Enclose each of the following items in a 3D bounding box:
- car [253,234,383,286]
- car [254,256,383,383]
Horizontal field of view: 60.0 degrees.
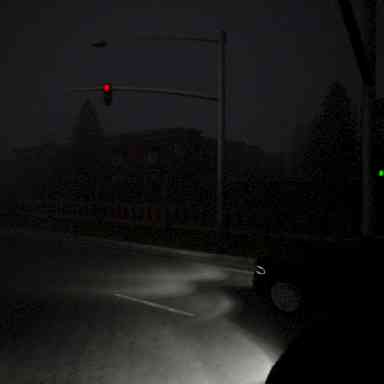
[{"bbox_3d":[3.522,1.475,5.780,5.008,1.535,1.882,0,0,35],"label":"car"},{"bbox_3d":[3.078,1.557,1.797,5.357,1.411,2.033,0,0,35],"label":"car"}]
